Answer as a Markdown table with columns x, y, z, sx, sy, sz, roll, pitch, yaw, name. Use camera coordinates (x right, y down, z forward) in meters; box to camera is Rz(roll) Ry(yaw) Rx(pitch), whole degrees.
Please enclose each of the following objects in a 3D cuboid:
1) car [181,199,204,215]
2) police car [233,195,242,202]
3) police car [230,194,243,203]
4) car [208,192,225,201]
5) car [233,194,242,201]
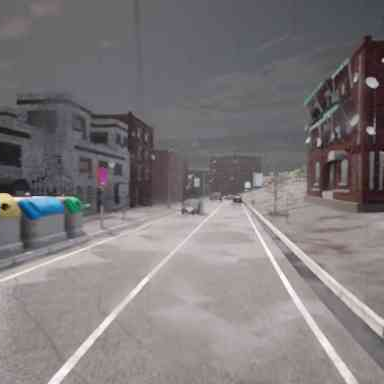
| x | y | z | sx | sy | sz | roll | pitch | yaw | name |
| --- | --- | --- | --- | --- | --- | --- | --- | --- | --- |
| 0.091 | 1.450 | 32.742 | 2.128 | 1.511 | 4.902 | 1 | 0 | 7 | car |
| 10.497 | 1.442 | 77.195 | 1.930 | 1.638 | 5.238 | 1 | 0 | 7 | police car |
| 9.220 | 1.434 | 67.272 | 1.930 | 1.638 | 5.238 | 1 | 0 | 7 | police car |
| 5.462 | 1.012 | 73.684 | 2.150 | 2.045 | 5.566 | 1 | 0 | 7 | car |
| 11.246 | 1.397 | 83.012 | 2.097 | 1.767 | 4.553 | 1 | 0 | 7 | car |
